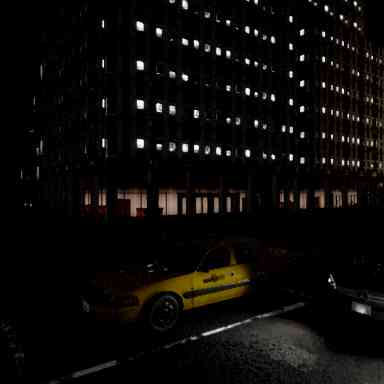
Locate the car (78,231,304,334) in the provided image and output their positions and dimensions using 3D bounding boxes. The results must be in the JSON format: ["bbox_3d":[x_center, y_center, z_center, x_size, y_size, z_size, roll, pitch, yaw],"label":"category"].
[{"bbox_3d":[0.254,1.525,6.746,4.829,1.417,1.752,0,0,-36],"label":"car"}]

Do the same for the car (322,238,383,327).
[{"bbox_3d":[4.491,1.525,6.465,4.674,1.442,1.812,0,0,-36],"label":"car"}]
